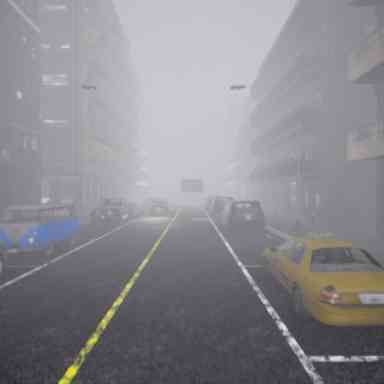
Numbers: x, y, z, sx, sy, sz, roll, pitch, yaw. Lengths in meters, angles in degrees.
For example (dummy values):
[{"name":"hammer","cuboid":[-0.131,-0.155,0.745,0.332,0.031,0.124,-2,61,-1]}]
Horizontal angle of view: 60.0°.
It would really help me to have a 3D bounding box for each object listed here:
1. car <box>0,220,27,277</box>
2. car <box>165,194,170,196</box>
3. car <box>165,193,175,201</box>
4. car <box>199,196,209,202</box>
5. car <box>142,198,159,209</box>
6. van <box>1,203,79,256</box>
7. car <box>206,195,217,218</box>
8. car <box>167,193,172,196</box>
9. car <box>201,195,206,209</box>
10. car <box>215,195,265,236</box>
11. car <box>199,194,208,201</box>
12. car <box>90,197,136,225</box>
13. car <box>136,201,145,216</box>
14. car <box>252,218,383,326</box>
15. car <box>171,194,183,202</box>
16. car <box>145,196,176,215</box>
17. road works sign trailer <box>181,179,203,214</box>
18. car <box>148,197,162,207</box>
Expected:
[{"name":"car","cuboid":[-5.670,1.547,7.022,2.008,1.369,4.403,-1,0,0]},{"name":"car","cuboid":[-5.723,1.519,63.043,2.008,1.369,4.403,-1,0,0]},{"name":"car","cuboid":[-5.734,1.273,85.451,2.192,1.841,5.009,-1,0,0]},{"name":"car","cuboid":[2.653,1.529,74.221,1.947,1.339,4.313,-1,0,0]},{"name":"car","cuboid":[-5.717,1.558,46.236,1.802,1.307,4.206,-1,0,0]},{"name":"van","cuboid":[-5.675,1.334,12.624,1.690,1.788,3.998,-1,0,0]},{"name":"car","cuboid":[2.666,1.299,29.405,2.192,1.841,5.009,-1,0,0]},{"name":"car","cuboid":[-5.727,1.513,74.247,2.008,1.369,4.403,-1,0,0]},{"name":"car","cuboid":[2.662,1.293,40.609,2.192,1.841,5.009,-1,0,0]},{"name":"car","cuboid":[2.670,1.305,18.200,2.192,1.841,5.009,-1,0,0]},{"name":"car","cuboid":[2.649,1.401,79.823,1.967,1.590,4.097,-1,0,0]},{"name":"car","cuboid":[-5.702,1.302,23.828,2.192,1.841,5.009,-1,0,0]},{"name":"car","cuboid":[-5.718,1.535,29.431,2.008,1.369,4.403,-1,0,0]},{"name":"car","cuboid":[2.677,1.521,7.166,1.752,1.417,4.829,-1,0,0]},{"name":"car","cuboid":[-3.027,1.416,74.111,1.837,1.490,4.892,0,0,0]},{"name":"car","cuboid":[-3.108,1.473,33.327,2.128,1.511,4.902,0,0,0]},{"name":"road works sign trailer","cuboid":[-0.010,0.445,35.252,2.380,3.560,2.880,0,0,1]},{"name":"car","cuboid":[-5.719,1.555,51.838,1.802,1.307,4.206,-1,0,0]}]
